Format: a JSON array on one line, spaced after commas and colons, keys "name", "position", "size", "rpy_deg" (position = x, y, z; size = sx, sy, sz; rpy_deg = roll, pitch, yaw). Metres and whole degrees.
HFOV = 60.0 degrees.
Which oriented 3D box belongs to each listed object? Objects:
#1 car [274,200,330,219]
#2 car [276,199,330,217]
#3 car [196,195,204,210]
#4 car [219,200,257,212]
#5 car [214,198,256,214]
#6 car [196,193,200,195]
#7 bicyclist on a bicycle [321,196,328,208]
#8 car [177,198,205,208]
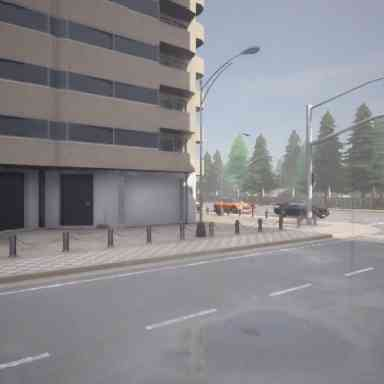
[{"name": "car", "position": [9.650, 1.656, 29.438], "size": [1.895, 1.301, 4.718], "rpy_deg": [0, 0, -36]}, {"name": "car", "position": [11.075, 1.533, 33.444], "size": [1.882, 1.535, 5.008], "rpy_deg": [0, 0, -36]}, {"name": "car", "position": [-0.920, 1.533, 44.103], "size": [1.882, 1.535, 5.008], "rpy_deg": [0, 0, -36]}, {"name": "car", "position": [5.609, 1.656, 41.020], "size": [1.895, 1.301, 4.718], "rpy_deg": [0, 0, -36]}, {"name": "car", "position": [4.434, 1.407, 36.670], "size": [2.097, 1.767, 4.553], "rpy_deg": [0, 0, -36]}, {"name": "car", "position": [-0.060, 1.277, 61.097], "size": [2.150, 2.045, 5.566], "rpy_deg": [0, 0, -35]}, {"name": "bicyclist on a bicycle", "position": [17.369, 1.356, 43.492], "size": [1.656, 1.620, 0.582], "rpy_deg": [0, 0, -36]}, {"name": "car", "position": [-0.193, 1.619, 49.083], "size": [1.994, 1.385, 4.181], "rpy_deg": [0, 0, -36]}]
